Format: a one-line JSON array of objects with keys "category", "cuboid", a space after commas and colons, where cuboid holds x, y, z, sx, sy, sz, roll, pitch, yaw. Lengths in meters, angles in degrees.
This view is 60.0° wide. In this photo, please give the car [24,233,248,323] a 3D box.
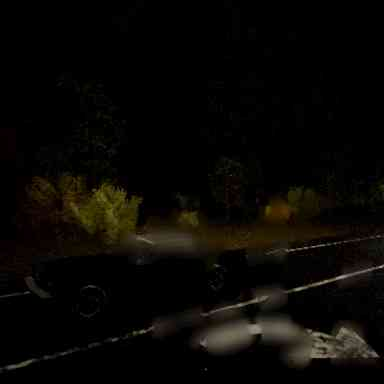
[{"category": "car", "cuboid": [-1.058, 1.648, 7.420, 4.718, 1.301, 1.895, 0, 0, -36]}]
